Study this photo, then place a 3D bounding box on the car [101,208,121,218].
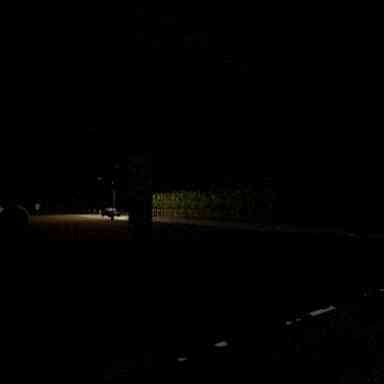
[{"bbox_3d":[-13.142,3.356,53.755,2.128,1.511,4.902,2,-3,-35],"label":"car"}]
